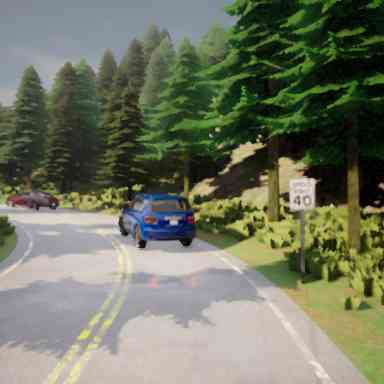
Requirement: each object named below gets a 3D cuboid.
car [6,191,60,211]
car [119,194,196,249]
[{"bbox_3d":[-12.531,0.616,26.282,4.674,1.442,1.812,4,0,27],"label":"car"},{"bbox_3d":[-1.652,1.100,14.384,2.150,2.045,5.566,1,1,-22],"label":"car"}]
